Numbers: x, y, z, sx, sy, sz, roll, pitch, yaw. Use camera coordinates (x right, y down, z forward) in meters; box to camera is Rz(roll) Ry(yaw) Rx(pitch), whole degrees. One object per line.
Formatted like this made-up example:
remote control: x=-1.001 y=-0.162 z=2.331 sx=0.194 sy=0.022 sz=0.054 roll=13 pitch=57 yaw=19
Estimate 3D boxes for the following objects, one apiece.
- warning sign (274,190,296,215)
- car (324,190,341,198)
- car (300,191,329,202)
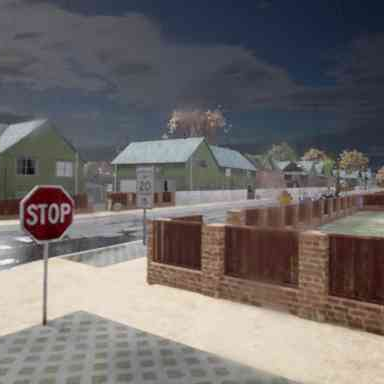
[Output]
warning sign: x=7.107 y=0.754 z=25.431 sx=1.300 sy=1.860 sz=1.060 roll=1 pitch=1 yaw=35
car: x=20.278 y=0.440 z=48.467 sx=2.097 sy=1.767 sz=4.553 roll=2 pitch=2 yaw=35
car: x=14.711 y=0.866 z=40.492 sx=1.895 sy=1.301 sz=4.718 roll=2 pitch=2 yaw=36
